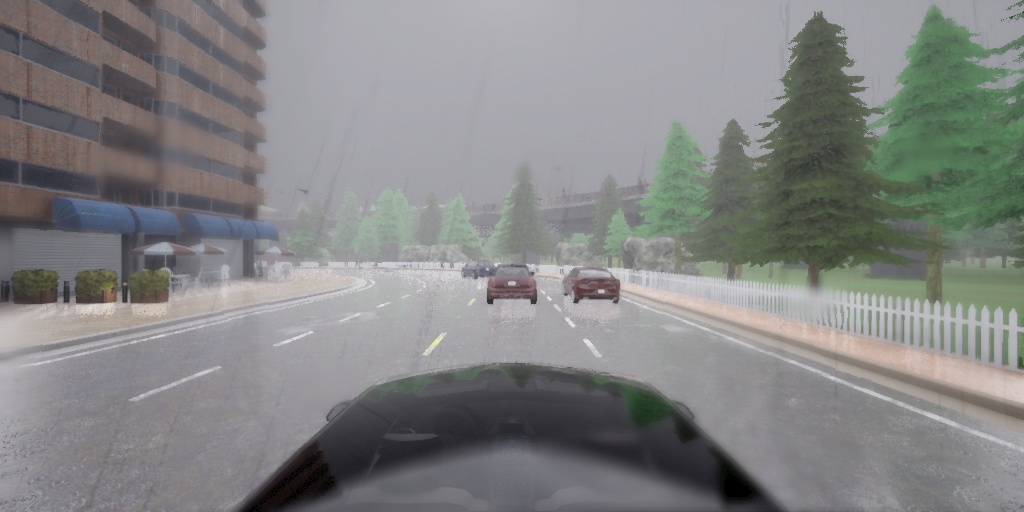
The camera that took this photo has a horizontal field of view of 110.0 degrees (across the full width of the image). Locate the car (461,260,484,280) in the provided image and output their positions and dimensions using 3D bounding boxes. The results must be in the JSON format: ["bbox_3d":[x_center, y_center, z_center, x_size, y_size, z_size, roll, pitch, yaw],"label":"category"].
[{"bbox_3d":[-2.960,1.116,31.803,2.097,1.767,4.553,0,0,-25],"label":"car"}]

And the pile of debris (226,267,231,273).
[{"bbox_3d":[-37.838,1.924,49.860,1.860,0.140,1.500,0,0,0],"label":"pile of debris"}]

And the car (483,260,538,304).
[{"bbox_3d":[0.000,1.116,16.470,2.097,1.767,4.553,0,0,0],"label":"car"}]

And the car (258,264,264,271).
[{"bbox_3d":[-34.860,1.270,46.384,4.902,1.511,2.128,0,0,0],"label":"car"}]

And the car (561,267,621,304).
[{"bbox_3d":[3.500,1.235,16.500,1.882,1.535,5.008,0,0,0],"label":"car"}]

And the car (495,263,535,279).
[{"bbox_3d":[0.183,1.366,33.343,1.895,1.301,4.718,0,0,-25],"label":"car"}]
